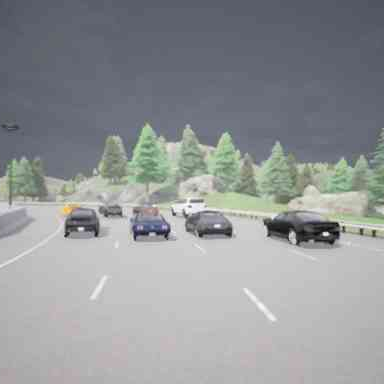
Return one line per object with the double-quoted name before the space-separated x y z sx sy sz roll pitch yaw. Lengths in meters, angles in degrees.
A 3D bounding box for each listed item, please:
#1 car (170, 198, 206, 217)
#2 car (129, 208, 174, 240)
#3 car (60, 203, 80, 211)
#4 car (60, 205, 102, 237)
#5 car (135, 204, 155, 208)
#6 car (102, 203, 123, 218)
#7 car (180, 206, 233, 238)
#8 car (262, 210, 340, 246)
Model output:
"car" -0.437 1.590 34.275 2.150 2.045 5.566 0 -1 -23
"car" -2.472 1.810 18.498 1.895 1.301 4.718 0 -1 -14
"car" -13.354 1.925 36.818 1.882 1.535 5.008 0 -1 -28
"car" -6.526 1.746 20.020 1.837 1.490 4.892 0 -1 -15
"car" -5.093 1.969 35.911 1.994 1.385 4.181 0 -1 -26
"car" -8.799 1.908 35.565 2.128 1.511 4.902 0 -1 -26
"car" 0.853 1.768 19.303 1.994 1.385 4.181 0 -1 -14
"car" 5.099 1.632 16.275 1.882 1.535 5.008 0 -1 -11
